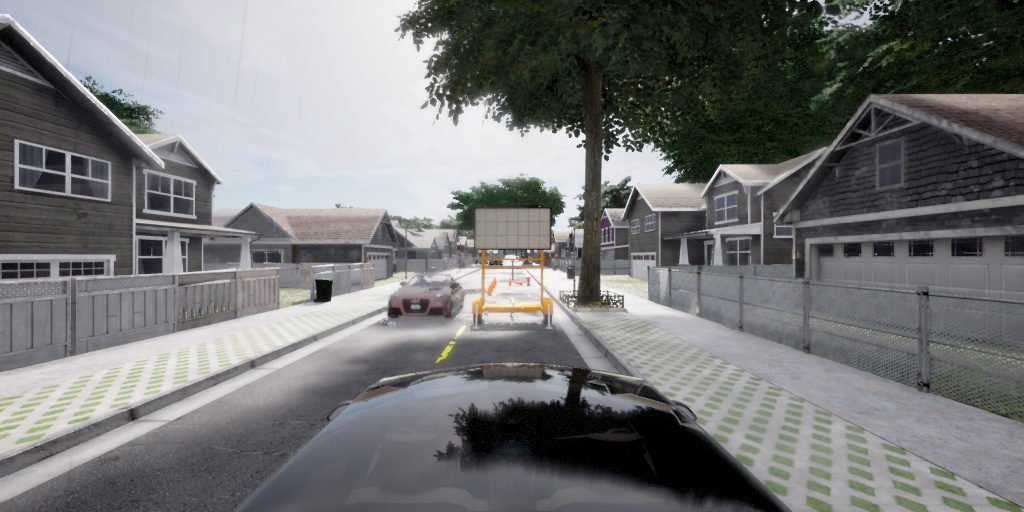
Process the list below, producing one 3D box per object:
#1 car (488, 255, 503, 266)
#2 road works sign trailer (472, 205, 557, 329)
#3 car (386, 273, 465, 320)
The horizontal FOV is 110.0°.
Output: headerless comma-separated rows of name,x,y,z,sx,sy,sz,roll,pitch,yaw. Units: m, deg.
car,-2.645,0.912,58.960,2.150,2.045,5.566,0,0,0
road works sign trailer,0.022,0.213,11.244,2.380,3.560,2.880,0,0,0
car,-2.833,1.312,12.552,1.994,1.385,4.181,0,0,0
